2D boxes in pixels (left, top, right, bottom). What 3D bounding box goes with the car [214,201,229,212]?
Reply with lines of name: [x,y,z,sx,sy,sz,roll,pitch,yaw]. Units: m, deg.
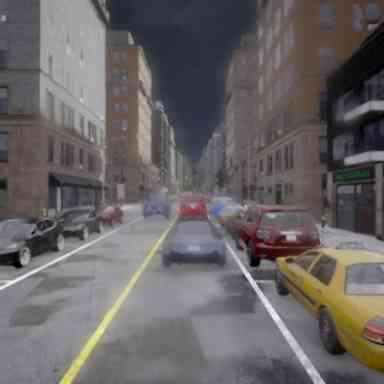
car: [2.709,1.561,22.898,1.752,1.417,4.829,1,0,0]

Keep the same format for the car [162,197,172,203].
car: [-5.433,1.686,71.855,1.802,1.307,4.206,1,0,1]

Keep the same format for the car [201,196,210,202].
car: [3.171,1.653,77.268,1.887,1.381,4.507,1,0,1]

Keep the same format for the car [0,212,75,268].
car: [-5.835,1.585,11.398,1.947,1.339,4.313,1,0,0]

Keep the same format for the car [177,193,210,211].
car: [0.116,1.267,27.931,2.150,2.045,5.566,0,0,0]

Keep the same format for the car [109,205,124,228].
car: [-5.818,1.581,22.743,1.887,1.381,4.507,1,0,0]

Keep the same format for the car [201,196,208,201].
car: [3.328,1.666,88.329,1.887,1.381,4.507,1,0,1]

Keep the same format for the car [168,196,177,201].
car: [-5.196,1.668,88.441,1.887,1.381,4.507,1,0,1]

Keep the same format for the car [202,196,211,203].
car: [3.092,1.668,71.738,1.947,1.339,4.313,1,0,1]

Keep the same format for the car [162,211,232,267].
car: [0.080,1.583,11.476,1.994,1.385,4.181,0,0,1]

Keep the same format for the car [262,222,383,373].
car: [2.683,1.535,5.878,1.752,1.417,4.829,1,0,0]

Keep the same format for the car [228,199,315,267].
car: [2.693,1.333,11.382,2.192,1.841,5.009,1,0,0]

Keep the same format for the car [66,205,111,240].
car: [-5.826,1.594,17.071,1.947,1.339,4.313,1,0,0]

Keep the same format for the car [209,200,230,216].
car: [2.725,1.577,34.245,1.752,1.417,4.829,1,0,0]

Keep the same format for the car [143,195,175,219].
car: [-3.043,1.267,29.986,2.150,2.045,5.566,0,0,0]

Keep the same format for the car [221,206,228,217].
car: [2.699,1.609,17.054,1.802,1.307,4.206,1,0,0]

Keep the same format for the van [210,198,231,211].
van: [2.718,1.385,28.402,1.690,1.788,3.998,1,0,0]
